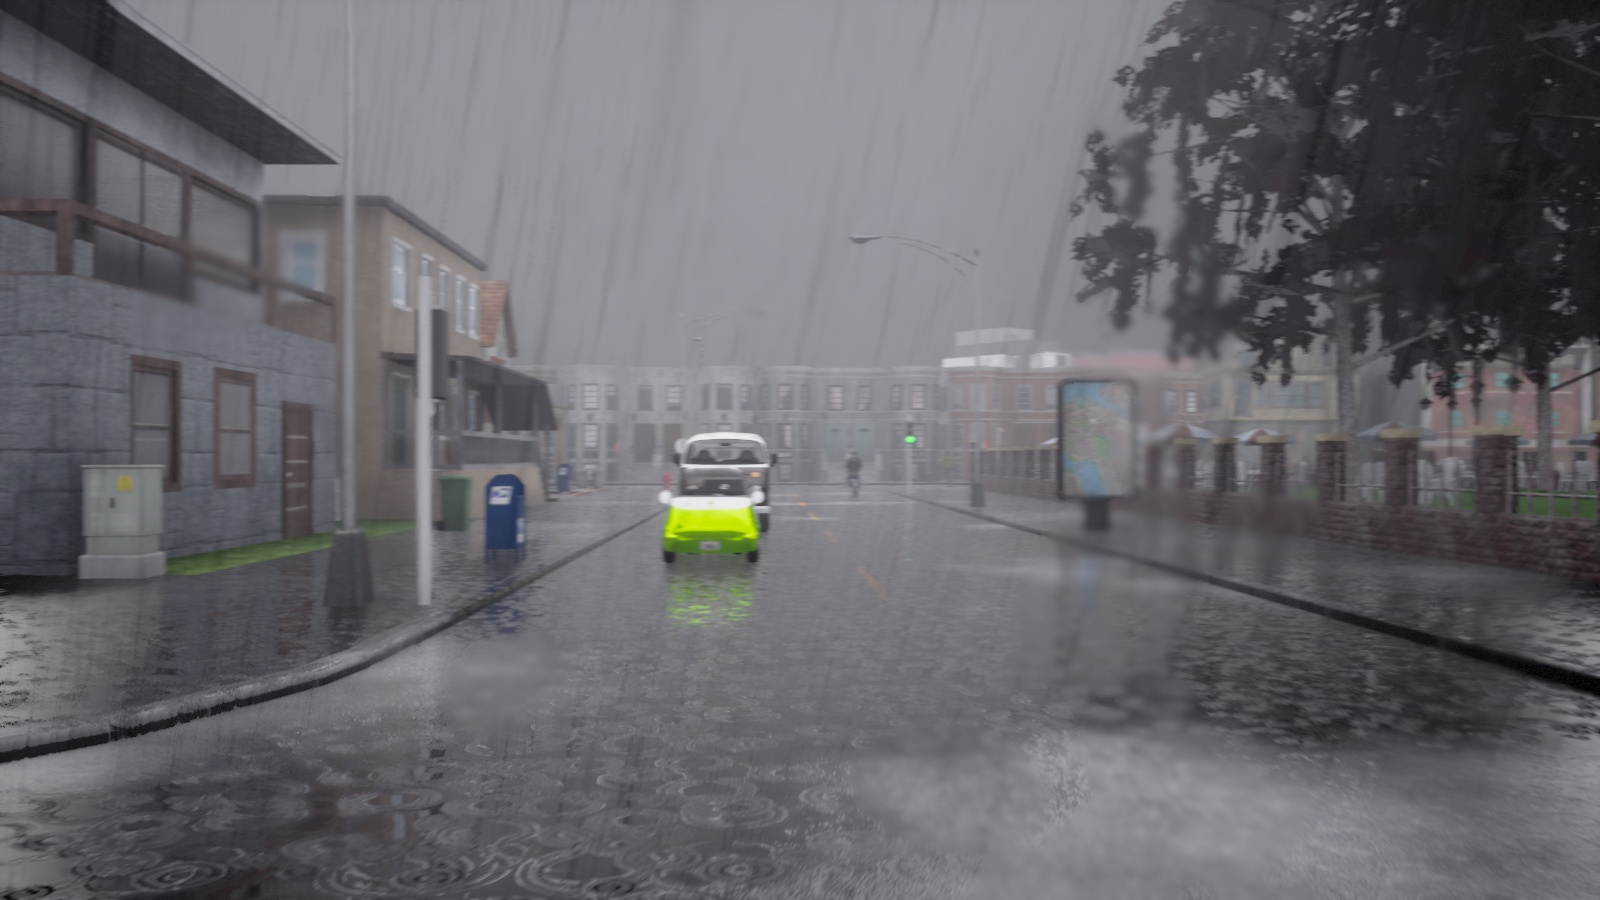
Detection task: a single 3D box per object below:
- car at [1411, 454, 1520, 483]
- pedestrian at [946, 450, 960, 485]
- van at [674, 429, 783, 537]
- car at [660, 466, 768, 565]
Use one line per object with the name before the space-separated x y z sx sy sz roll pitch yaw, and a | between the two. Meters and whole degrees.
car | 35.857 0.995 67.717 4.892 1.490 1.837 -1 0 0
pedestrian | 8.072 0.918 66.237 0.431 1.840 0.709 0 0 -22
van | -1.413 0.644 26.201 2.069 2.038 4.480 0 0 -1
car | -1.222 0.926 18.575 1.481 1.376 2.207 0 -1 -1
